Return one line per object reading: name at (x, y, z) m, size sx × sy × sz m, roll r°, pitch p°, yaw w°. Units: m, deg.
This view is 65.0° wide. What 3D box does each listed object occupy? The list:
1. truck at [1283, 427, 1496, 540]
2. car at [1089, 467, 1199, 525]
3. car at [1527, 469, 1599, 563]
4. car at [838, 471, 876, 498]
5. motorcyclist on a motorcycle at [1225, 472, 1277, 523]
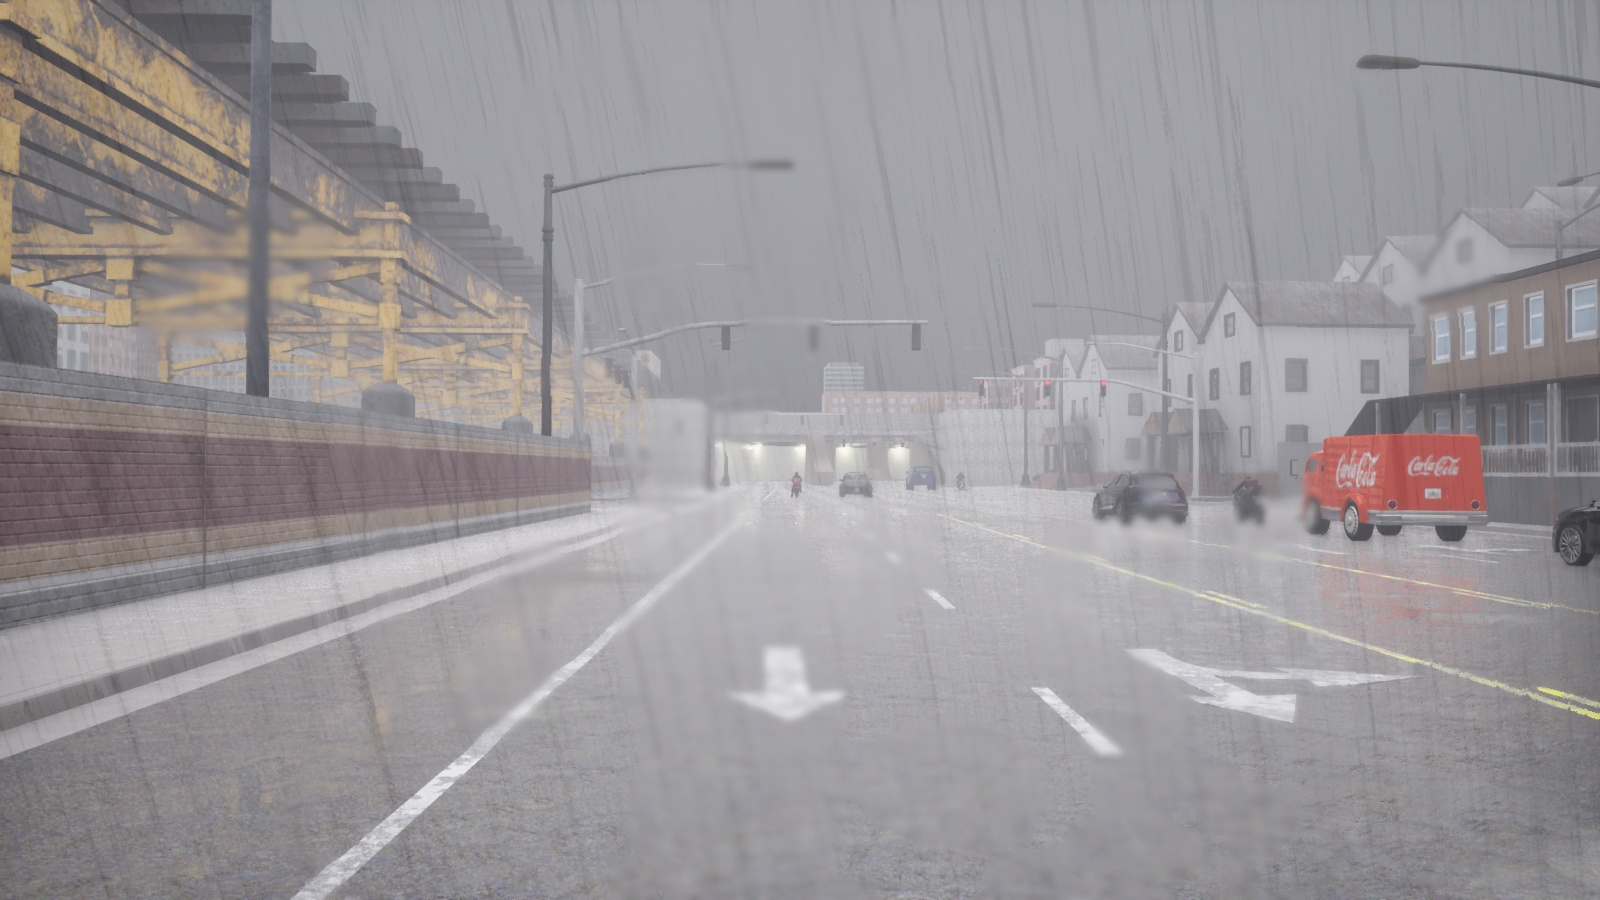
truck at (13.926, 0.777, 30.126) m, size 2.627 × 2.467 × 5.204 m, roll 0°, pitch -1°, yaw 0°
car at (10.408, 1.346, 38.398) m, size 2.033 × 1.649 × 4.856 m, roll 0°, pitch -1°, yaw 0°
car at (13.955, 1.047, 19.801) m, size 2.128 × 1.511 × 4.902 m, roll 0°, pitch -1°, yaw 0°
car at (3.323, 1.983, 73.710) m, size 2.007 × 1.525 × 4.514 m, roll 0°, pitch -1°, yaw 0°
motorcyclist on a motorcycle at (13.872, 1.442, 38.686) m, size 0.866 × 1.530 × 2.191 m, roll 0°, pitch -1°, yaw 1°
